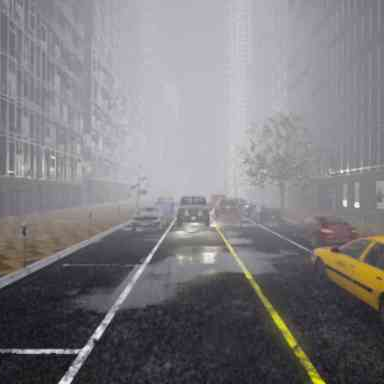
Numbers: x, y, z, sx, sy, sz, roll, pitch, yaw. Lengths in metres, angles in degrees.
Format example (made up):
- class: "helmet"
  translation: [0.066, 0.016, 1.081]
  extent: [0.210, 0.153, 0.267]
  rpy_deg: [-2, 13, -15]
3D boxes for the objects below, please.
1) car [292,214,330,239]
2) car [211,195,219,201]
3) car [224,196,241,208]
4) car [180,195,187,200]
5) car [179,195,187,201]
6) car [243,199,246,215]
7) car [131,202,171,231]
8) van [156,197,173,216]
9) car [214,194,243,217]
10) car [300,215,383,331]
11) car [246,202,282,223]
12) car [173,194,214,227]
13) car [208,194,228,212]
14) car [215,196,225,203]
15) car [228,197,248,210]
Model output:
- class: "car"
  translation: [5.749, 1.623, 14.675]
  extent: [1.802, 1.307, 4.206]
  rpy_deg: [0, 0, 0]
- class: "car"
  translation: [6.103, 1.548, 88.676]
  extent: [1.947, 1.339, 4.313]
  rpy_deg: [0, 0, 0]
- class: "car"
  translation: [5.913, 1.474, 48.829]
  extent: [1.967, 1.590, 4.097]
  rpy_deg: [0, 0, 0]
- class: "car"
  translation: [-2.277, 1.523, 88.724]
  extent: [1.802, 1.307, 4.206]
  rpy_deg: [0, 0, 0]
- class: "car"
  translation: [-2.304, 1.496, 83.030]
  extent: [1.887, 1.381, 4.507]
  rpy_deg: [0, 0, 0]
- class: "car"
  translation: [5.831, 1.595, 31.752]
  extent: [2.008, 1.369, 4.403]
  rpy_deg: [0, 0, 0]
- class: "car"
  translation: [-2.604, 1.554, 20.411]
  extent: [2.008, 1.369, 4.403]
  rpy_deg: [0, 0, 0]
- class: "van"
  translation: [-2.548, 1.345, 31.796]
  extent: [1.690, 1.788, 3.998]
  rpy_deg: [0, 0, 0]
- class: "car"
  translation: [3.191, 1.384, 31.361]
  extent: [2.097, 1.767, 4.553]
  rpy_deg: [0, 0, 1]
- class: "car"
  translation: [3.921, 1.480, 6.431]
  extent: [1.801, 1.575, 5.366]
  rpy_deg: [0, 0, 0]
- class: "car"
  translation: [5.804, 1.596, 26.060]
  extent: [2.008, 1.369, 4.403]
  rpy_deg: [0, 0, 0]
- class: "car"
  translation: [0.100, 1.238, 23.063]
  extent: [2.150, 2.045, 5.566]
  rpy_deg: [0, 0, 0]
- class: "car"
  translation: [3.195, 1.249, 41.751]
  extent: [2.150, 2.045, 5.566]
  rpy_deg: [0, 0, 0]
- class: "car"
  translation: [6.022, 1.556, 71.599]
  extent: [1.887, 1.381, 4.507]
  rpy_deg: [0, 0, 0]
- class: "car"
  translation: [5.886, 1.478, 43.137]
  extent: [1.967, 1.590, 4.097]
  rpy_deg: [0, 0, 0]
